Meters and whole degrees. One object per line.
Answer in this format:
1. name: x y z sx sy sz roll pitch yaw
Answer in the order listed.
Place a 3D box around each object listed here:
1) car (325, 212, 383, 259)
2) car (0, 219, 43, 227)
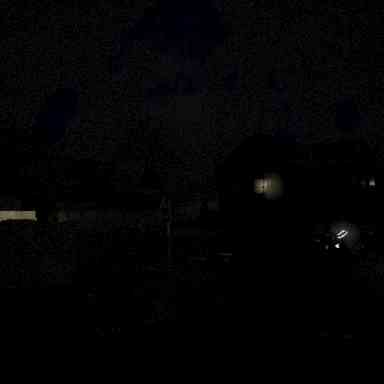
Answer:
1. car: 7.670 1.567 13.070 4.553 1.767 2.097 -2 -3 9
2. car: -8.585 2.145 16.908 5.008 1.535 1.882 -1 0 19
